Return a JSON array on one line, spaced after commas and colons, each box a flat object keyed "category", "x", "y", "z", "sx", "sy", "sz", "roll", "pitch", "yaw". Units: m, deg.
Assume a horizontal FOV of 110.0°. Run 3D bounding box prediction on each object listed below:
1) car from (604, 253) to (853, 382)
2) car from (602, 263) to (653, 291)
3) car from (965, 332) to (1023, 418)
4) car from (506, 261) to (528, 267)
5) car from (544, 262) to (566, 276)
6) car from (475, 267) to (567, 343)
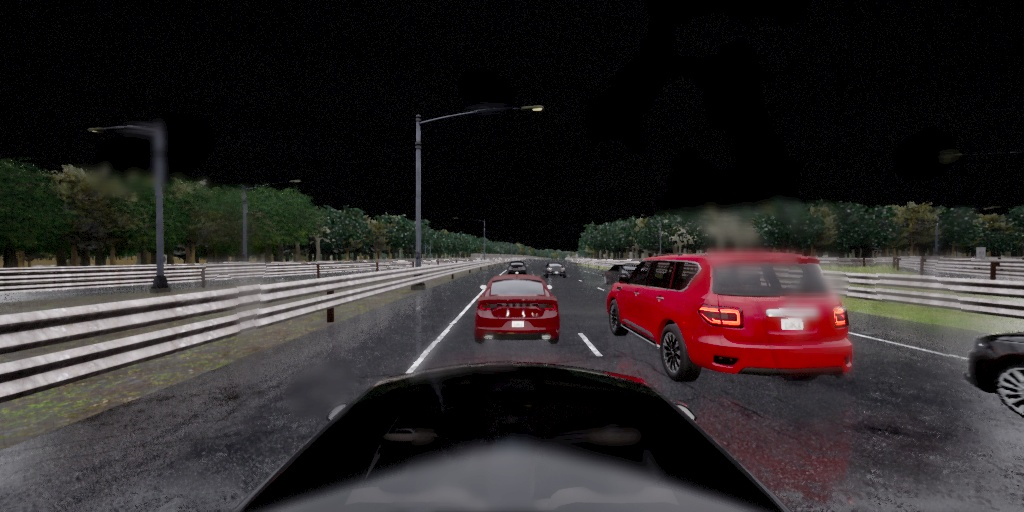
[{"category": "car", "x": 3.608, "y": 0.971, "z": 7.282, "sx": 2.150, "sy": 2.045, "sz": 5.566, "roll": 0, "pitch": 0, "yaw": 0}, {"category": "car", "x": 7.265, "y": 1.256, "z": 23.101, "sx": 1.837, "sy": 1.490, "sz": 4.892, "roll": 0, "pitch": 0, "yaw": 1}, {"category": "car", "x": 7.106, "y": 1.242, "z": 2.798, "sx": 2.128, "sy": 1.511, "sz": 4.902, "roll": 0, "pitch": 0, "yaw": 0}, {"category": "car", "x": 0.515, "y": 1.258, "z": 34.688, "sx": 1.837, "sy": 1.490, "sz": 4.892, "roll": 0, "pitch": 0, "yaw": 1}, {"category": "car", "x": 3.993, "y": 1.279, "z": 33.897, "sx": 1.812, "sy": 1.442, "sz": 4.674, "roll": 0, "pitch": 0, "yaw": 2}, {"category": "car", "x": 0.120, "y": 1.227, "z": 9.720, "sx": 1.882, "sy": 1.535, "sz": 5.008, "roll": 0, "pitch": 0, "yaw": 0}]
